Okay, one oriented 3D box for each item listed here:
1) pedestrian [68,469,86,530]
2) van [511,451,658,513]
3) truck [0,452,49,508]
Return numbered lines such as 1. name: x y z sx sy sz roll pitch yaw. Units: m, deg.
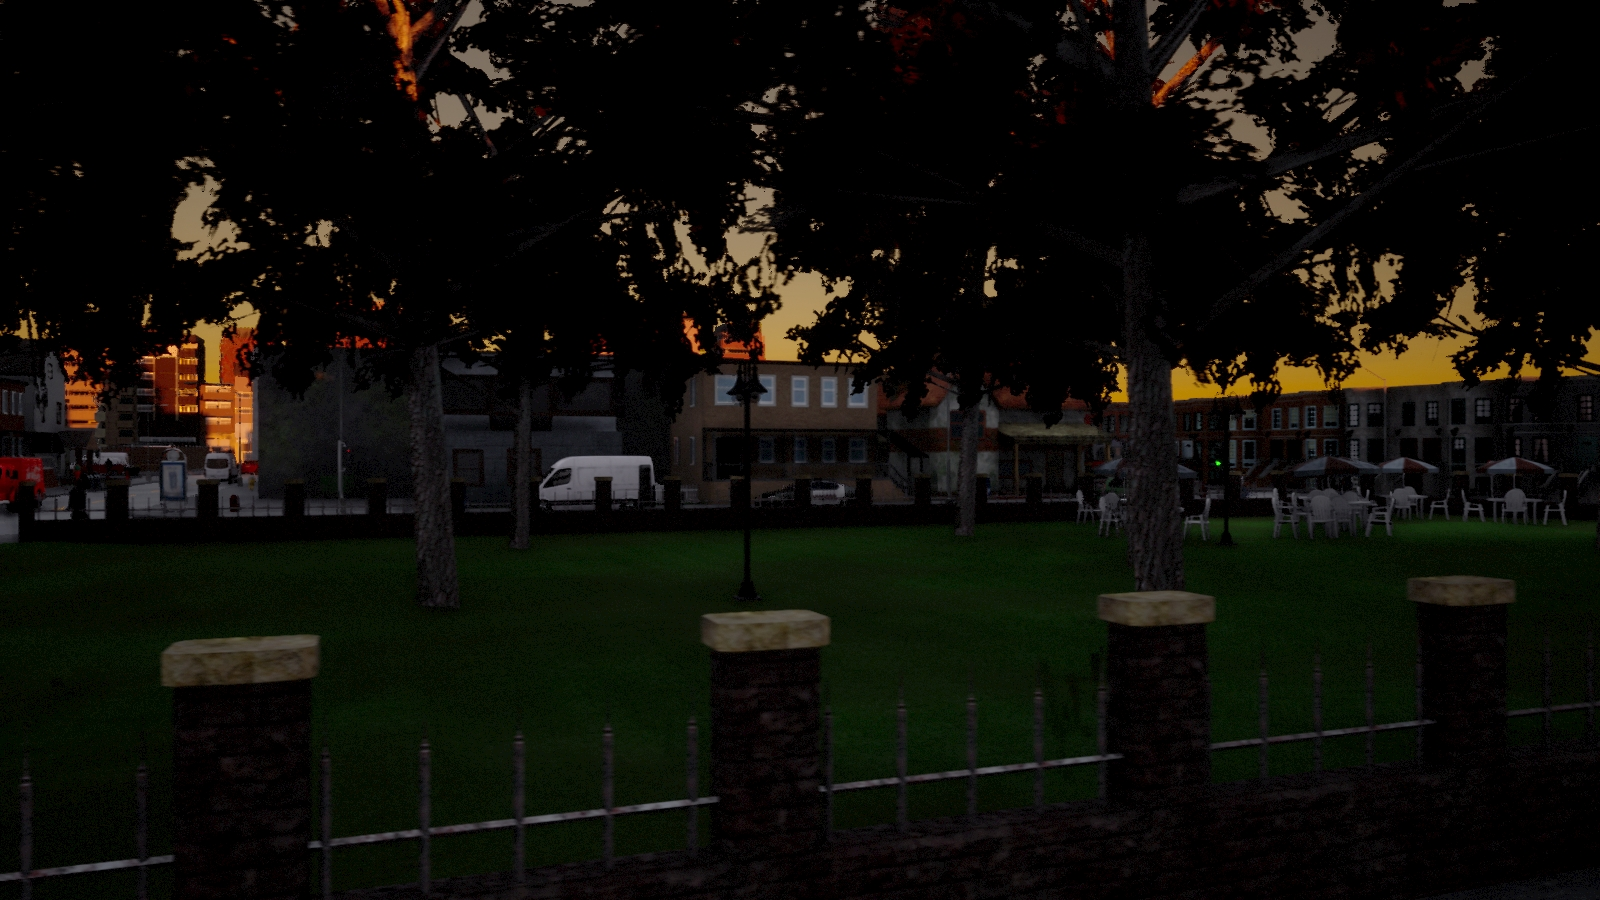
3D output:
1. pedestrian: -22.455 1.525 35.489 0.375 1.860 0.375 0 0 -15
2. van: -9.186 1.314 48.674 5.915 2.561 1.988 0 0 -20
3. truck: -36.916 1.349 52.764 2.627 2.467 5.204 0 0 -20
